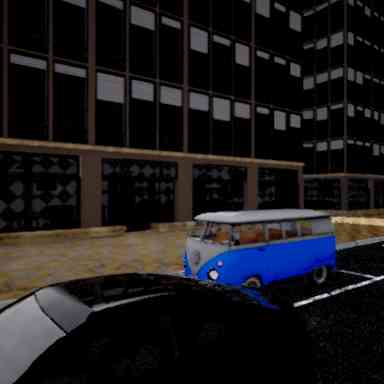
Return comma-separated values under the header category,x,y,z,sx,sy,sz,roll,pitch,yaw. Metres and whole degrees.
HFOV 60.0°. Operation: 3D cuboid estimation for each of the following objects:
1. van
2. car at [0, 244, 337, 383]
category,x,y,z,sx,sy,sz,roll,pitch,yaw
van,1.661,1.322,7.748,3.998,1.788,1.690,0,0,-36
car,-0.888,1.524,2.740,4.674,1.442,1.812,0,0,-36
